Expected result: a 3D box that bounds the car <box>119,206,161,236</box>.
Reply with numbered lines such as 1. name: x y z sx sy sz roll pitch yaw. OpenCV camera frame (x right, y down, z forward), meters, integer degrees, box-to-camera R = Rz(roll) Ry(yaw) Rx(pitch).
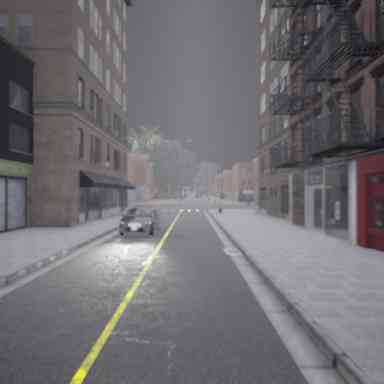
1. car: -2.849 1.557 18.915 2.128 1.511 4.902 0 0 0
